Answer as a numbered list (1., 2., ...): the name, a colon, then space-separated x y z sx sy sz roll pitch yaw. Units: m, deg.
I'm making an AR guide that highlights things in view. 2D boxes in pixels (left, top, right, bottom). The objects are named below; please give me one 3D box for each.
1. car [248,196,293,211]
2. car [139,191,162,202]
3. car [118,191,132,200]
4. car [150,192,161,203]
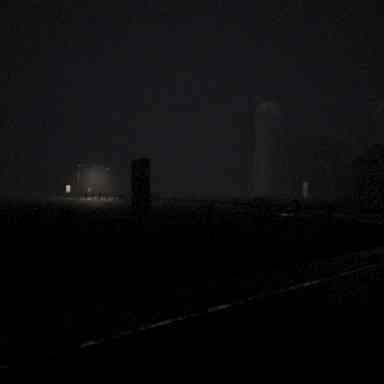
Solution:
1. car: 7.703 1.207 32.948 1.837 1.490 4.892 -1 2 -36
2. car: -7.308 0.745 58.538 2.097 1.767 4.553 -1 1 -36
3. car: -13.112 0.648 66.465 2.097 1.767 4.553 -1 1 -36
4. car: -7.121 1.015 53.408 2.033 1.411 5.357 -1 1 -36
